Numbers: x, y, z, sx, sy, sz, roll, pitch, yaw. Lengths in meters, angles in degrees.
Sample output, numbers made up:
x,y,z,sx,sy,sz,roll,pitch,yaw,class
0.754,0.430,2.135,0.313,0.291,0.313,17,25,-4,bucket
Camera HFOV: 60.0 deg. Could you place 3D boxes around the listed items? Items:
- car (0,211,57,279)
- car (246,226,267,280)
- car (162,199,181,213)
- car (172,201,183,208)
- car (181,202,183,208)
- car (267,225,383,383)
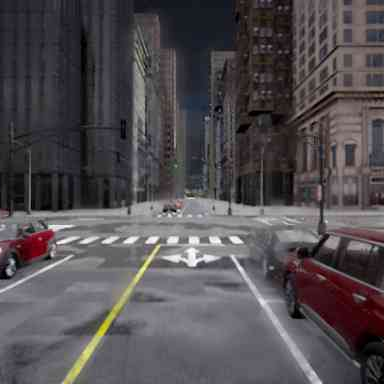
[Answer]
x,y,z,sx,sy,sz,roll,pitch,yaw,class
-5.767,1.564,10.162,1.967,1.590,4.097,0,-1,0,car
2.758,1.675,10.163,2.008,1.369,4.403,0,-1,0,car
-2.985,2.100,45.434,2.033,1.411,5.357,0,-1,-1,car
-2.854,2.405,65.747,1.895,1.301,4.718,0,-1,1,car
-2.939,2.029,55.559,2.097,1.767,4.553,0,-1,0,car
2.758,1.372,4.565,2.192,1.841,5.009,0,-1,0,car
